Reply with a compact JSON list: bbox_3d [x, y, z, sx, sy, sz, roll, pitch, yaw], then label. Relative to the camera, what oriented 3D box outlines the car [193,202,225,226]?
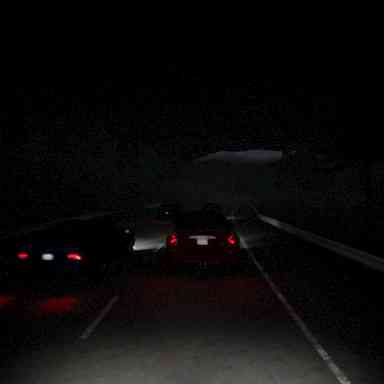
[{"bbox_3d":[1.377,1.506,24.682,2.033,1.411,5.357,0,0,6],"label":"car"}]

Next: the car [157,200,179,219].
[{"bbox_3d":[-1.685,1.441,28.678,2.128,1.511,4.902,0,0,7],"label":"car"}]

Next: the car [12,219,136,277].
[{"bbox_3d":[-3.161,1.527,10.113,2.033,1.411,5.357,0,0,3],"label":"car"}]

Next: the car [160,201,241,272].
[{"bbox_3d":[0.400,1.334,10.966,2.097,1.767,4.553,0,0,3],"label":"car"}]
